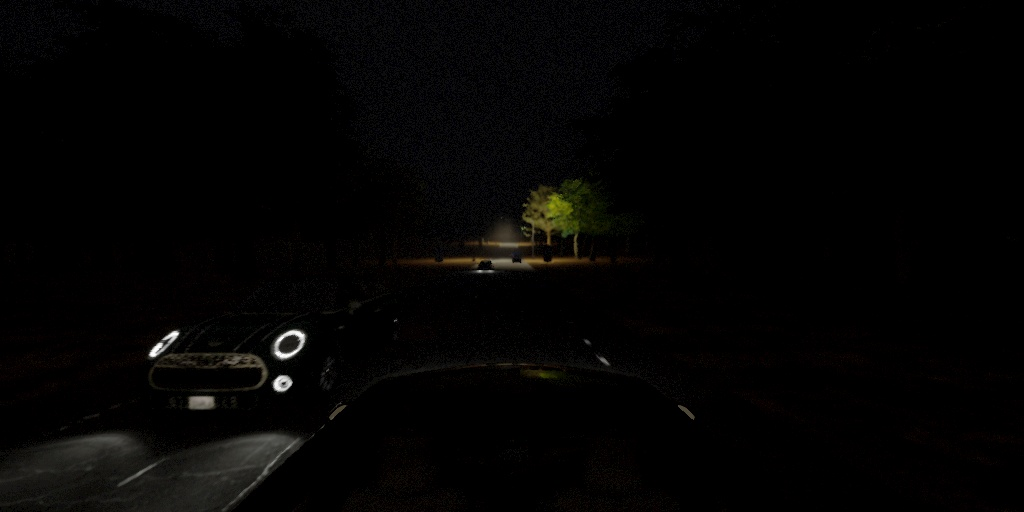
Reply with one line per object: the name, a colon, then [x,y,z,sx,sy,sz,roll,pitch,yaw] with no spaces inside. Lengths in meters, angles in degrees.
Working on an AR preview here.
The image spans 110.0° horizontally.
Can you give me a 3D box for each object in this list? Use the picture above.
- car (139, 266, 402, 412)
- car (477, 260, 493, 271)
car: [-3.594,1.107,6.400,2.097,1.767,4.553,0,0,0]
car: [-3.540,1.198,48.406,2.033,1.411,5.357,0,0,1]
